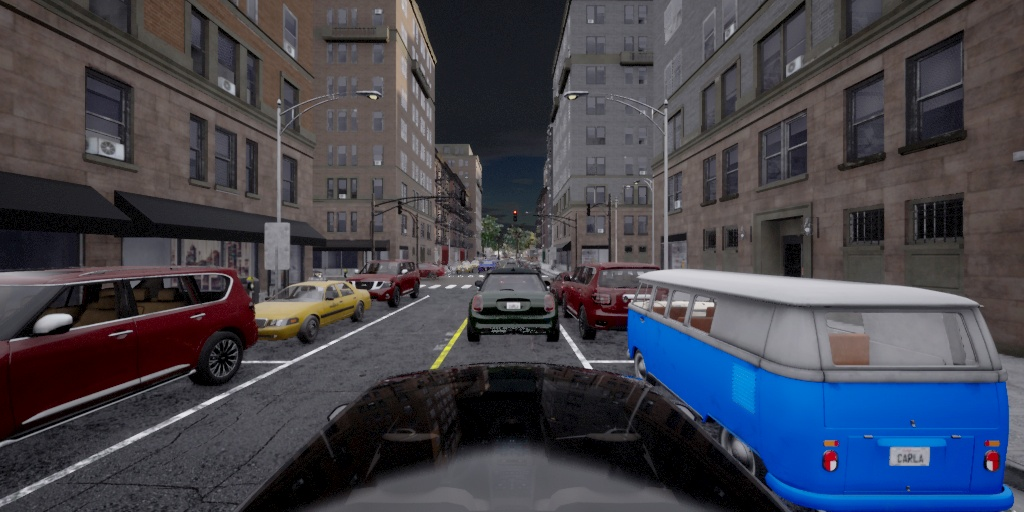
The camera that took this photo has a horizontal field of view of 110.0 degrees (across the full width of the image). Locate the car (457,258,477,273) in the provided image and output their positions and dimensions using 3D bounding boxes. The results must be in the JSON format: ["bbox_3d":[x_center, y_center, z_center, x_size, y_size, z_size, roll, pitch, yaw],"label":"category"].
[{"bbox_3d":[-5.501,1.274,42.405,1.751,1.417,4.829,0,0,0],"label":"car"}]

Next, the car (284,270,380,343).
[{"bbox_3d":[-5.416,1.275,9.719,1.751,1.417,4.829,0,0,0],"label":"car"}]

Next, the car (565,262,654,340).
[{"bbox_3d":[2.621,1.065,9.905,2.192,1.841,5.009,0,0,0],"label":"car"}]

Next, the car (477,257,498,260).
[{"bbox_3d":[-2.930,1.227,42.824,1.882,1.535,5.008,0,0,0],"label":"car"}]

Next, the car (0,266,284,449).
[{"bbox_3d":[-5.403,1.065,4.212,2.192,1.841,5.009,0,0,0],"label":"car"}]

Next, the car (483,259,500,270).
[{"bbox_3d":[-2.949,1.241,52.791,2.128,1.511,4.902,0,0,0],"label":"car"}]

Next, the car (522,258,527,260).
[{"bbox_3d":[2.552,1.300,42.593,2.007,1.370,4.403,0,0,0],"label":"car"}]

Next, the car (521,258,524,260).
[{"bbox_3d":[2.541,1.294,48.074,1.888,1.381,4.507,0,0,0],"label":"car"}]

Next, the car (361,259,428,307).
[{"bbox_3d":[-5.429,1.064,15.568,2.192,1.841,5.009,0,0,0],"label":"car"}]

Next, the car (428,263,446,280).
[{"bbox_3d":[-7.996,1.306,30.687,4.674,1.442,1.812,0,0,0],"label":"car"}]

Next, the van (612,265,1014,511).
[{"bbox_3d":[2.633,1.091,4.226,1.690,1.789,3.998,0,0,0],"label":"van"}]

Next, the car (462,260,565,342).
[{"bbox_3d":[0.017,1.102,9.940,2.097,1.767,4.553,0,0,0],"label":"car"}]

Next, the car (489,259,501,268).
[{"bbox_3d":[-2.944,1.315,62.851,1.994,1.385,4.181,0,0,0],"label":"car"}]
